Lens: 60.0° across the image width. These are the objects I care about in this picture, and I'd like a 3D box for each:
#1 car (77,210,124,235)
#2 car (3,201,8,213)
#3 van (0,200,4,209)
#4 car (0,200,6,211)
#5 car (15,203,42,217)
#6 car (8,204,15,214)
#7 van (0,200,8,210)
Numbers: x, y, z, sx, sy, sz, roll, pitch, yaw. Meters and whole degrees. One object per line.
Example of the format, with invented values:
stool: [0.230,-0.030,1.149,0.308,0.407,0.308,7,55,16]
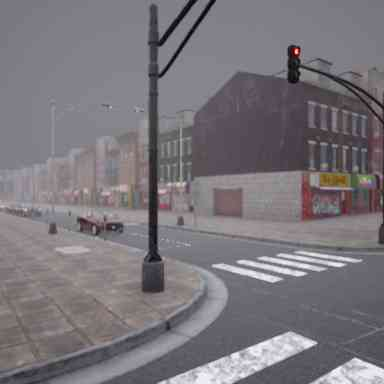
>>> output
car: [-5.729,1.781,20.551,1.887,1.381,4.507,-1,0,-36]
car: [-25.217,2.326,47.438,1.947,1.339,4.313,-1,0,-36]
van: [-38.214,2.455,65.366,1.690,1.788,3.998,-1,0,-36]
car: [-31.614,2.461,56.264,1.752,1.417,4.829,-1,0,-36]
car: [-18.724,2.023,38.477,1.967,1.590,4.097,-1,0,-36]
car: [-21.969,2.237,42.957,1.947,1.339,4.313,-1,0,-36]
van: [-34.966,2.367,60.884,1.690,1.788,3.998,-1,0,-36]
